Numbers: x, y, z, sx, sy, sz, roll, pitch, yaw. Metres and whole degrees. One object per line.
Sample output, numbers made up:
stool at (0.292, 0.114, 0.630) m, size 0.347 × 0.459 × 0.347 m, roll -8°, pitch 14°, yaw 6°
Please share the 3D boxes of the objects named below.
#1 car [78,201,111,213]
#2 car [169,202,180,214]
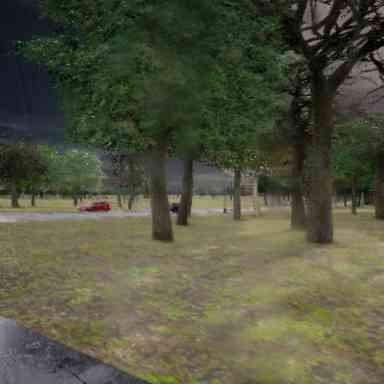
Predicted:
car at (-16.071, 2.520, 54.999) m, size 2.150 × 2.045 × 5.566 m, roll 1°, pitch 1°, yaw 36°
car at (-2.802, 2.909, 61.462) m, size 2.150 × 2.045 × 5.566 m, roll 1°, pitch -1°, yaw 35°
